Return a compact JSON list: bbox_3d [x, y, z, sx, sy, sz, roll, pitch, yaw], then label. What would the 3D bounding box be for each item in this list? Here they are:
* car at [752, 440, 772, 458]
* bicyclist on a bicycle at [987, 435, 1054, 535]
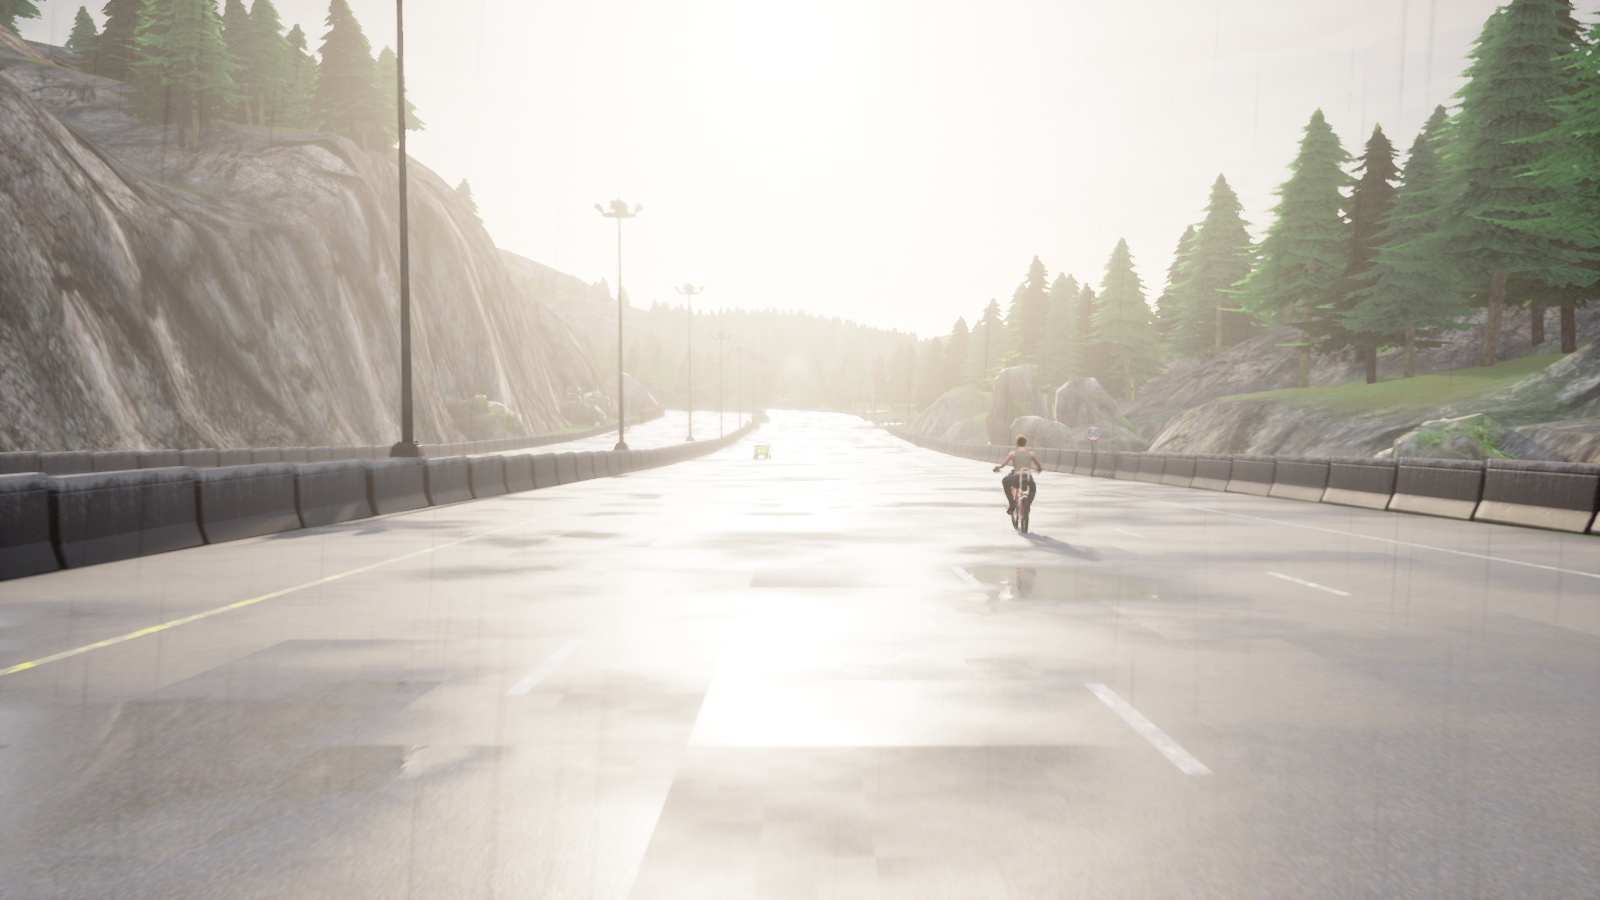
[{"bbox_3d":[-2.931,-0.063,97.629,1.481,1.376,2.207,0,1,0],"label":"car"},{"bbox_3d":[3.654,0.558,20.922,0.866,1.612,1.509,0,0,1],"label":"bicyclist on a bicycle"}]
